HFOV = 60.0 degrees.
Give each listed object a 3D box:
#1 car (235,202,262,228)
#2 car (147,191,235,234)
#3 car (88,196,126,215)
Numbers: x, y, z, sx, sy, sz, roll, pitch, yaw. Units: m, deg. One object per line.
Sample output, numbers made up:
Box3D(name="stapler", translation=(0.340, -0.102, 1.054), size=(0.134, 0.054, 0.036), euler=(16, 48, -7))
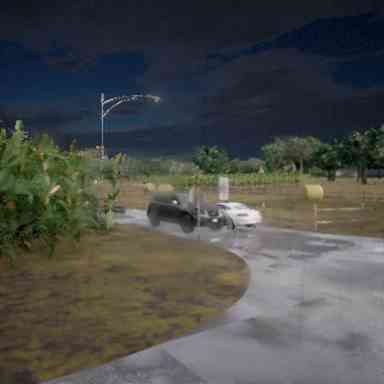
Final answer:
Box3D(name="car", translation=(2.040, 1.314, 19.435), size=(1.812, 1.442, 4.674), euler=(-1, 1, -33))
Box3D(name="car", translation=(-0.467, 1.005, 18.479), size=(2.150, 2.045, 5.566), euler=(0, 1, -36))
Box3D(name="car", translation=(-7.245, 1.068, 28.206), size=(1.882, 1.535, 5.008), euler=(0, 2, -35))
